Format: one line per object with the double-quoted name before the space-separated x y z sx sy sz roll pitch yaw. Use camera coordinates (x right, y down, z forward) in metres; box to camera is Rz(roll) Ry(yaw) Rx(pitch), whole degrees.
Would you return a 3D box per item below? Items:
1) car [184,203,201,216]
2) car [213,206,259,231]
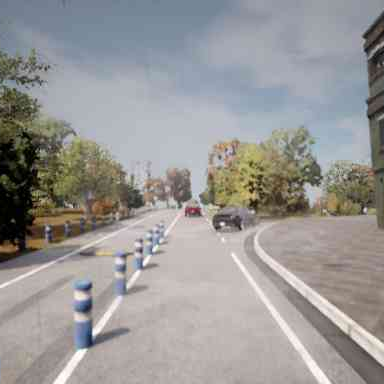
"car" 0.062 2.169 41.431 1.882 1.535 5.008 0 -1 0
"car" 3.036 1.731 22.589 1.837 1.490 4.892 -6 -3 29
